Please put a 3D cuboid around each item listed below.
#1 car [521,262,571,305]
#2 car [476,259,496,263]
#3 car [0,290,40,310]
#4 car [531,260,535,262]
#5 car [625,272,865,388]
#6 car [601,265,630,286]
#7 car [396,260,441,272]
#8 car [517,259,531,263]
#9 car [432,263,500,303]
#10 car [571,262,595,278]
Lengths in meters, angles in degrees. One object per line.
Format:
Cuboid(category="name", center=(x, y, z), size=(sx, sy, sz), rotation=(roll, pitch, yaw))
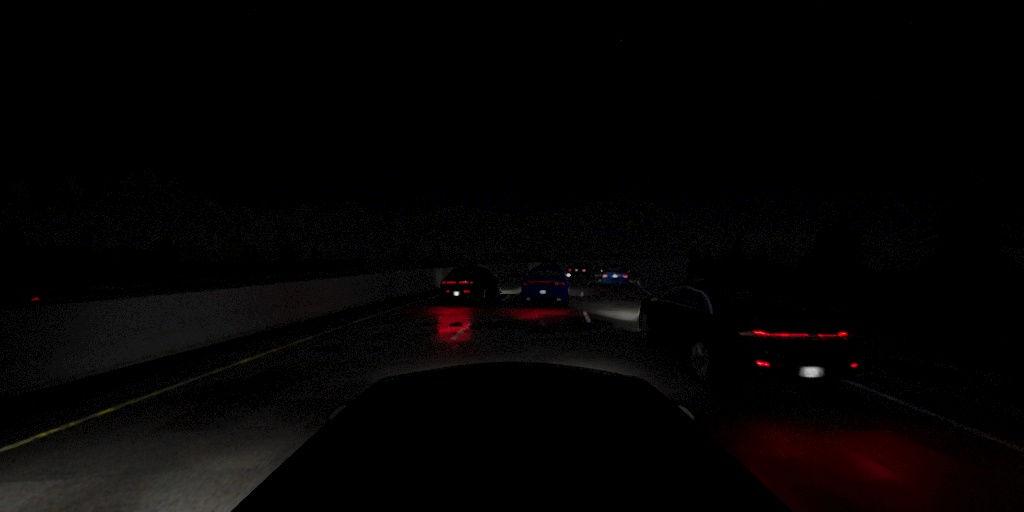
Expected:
Cuboid(category="car", center=(1.605, 1.228, 16.208), size=(1.882, 1.535, 5.008), rotation=(0, 0, 9))
Cuboid(category="car", center=(-4.017, 1.228, 52.532), size=(2.128, 1.511, 4.902), rotation=(0, 0, 29))
Cuboid(category="car", center=(-13.669, 1.294, 7.861), size=(1.994, 1.385, 4.181), rotation=(0, 0, 5))
Cuboid(category="car", center=(3.762, 1.275, 36.022), size=(1.812, 1.442, 4.674), rotation=(0, 0, 22))
Cuboid(category="car", center=(3.941, 1.246, 6.944), size=(2.128, 1.511, 4.902), rotation=(0, 0, 4))
Cuboid(category="car", center=(7.152, 1.304, 24.799), size=(2.033, 1.411, 5.357), rotation=(0, 0, 16))
Cuboid(category="car", center=(-6.838, 1.089, 27.099), size=(2.097, 1.767, 4.553), rotation=(0, 0, 16))
Cuboid(category="car", center=(2.106, 1.251, 56.075), size=(1.837, 1.490, 4.892), rotation=(0, -1, 32))
Cuboid(category="car", center=(-1.830, 1.250, 16.847), size=(1.837, 1.490, 4.892), rotation=(0, 0, 9))
Cuboid(category="car", center=(6.659, 1.302, 34.031), size=(2.033, 1.411, 5.357), rotation=(0, 0, 22))
